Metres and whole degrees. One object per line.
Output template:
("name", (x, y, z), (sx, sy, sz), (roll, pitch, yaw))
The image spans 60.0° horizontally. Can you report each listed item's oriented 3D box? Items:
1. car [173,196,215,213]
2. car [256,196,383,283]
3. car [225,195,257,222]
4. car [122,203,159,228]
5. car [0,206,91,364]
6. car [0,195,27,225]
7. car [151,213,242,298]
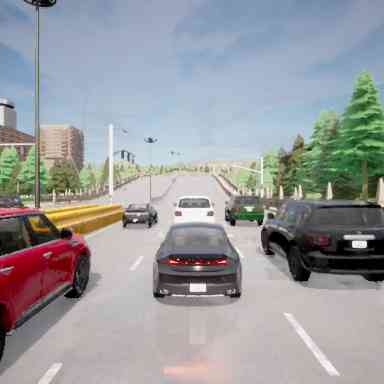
("car", (0.115, 1.221, 18.808), (2.150, 2.045, 5.566), (0, 0, 0))
("car", (3.614, 1.222, 9.858), (2.150, 2.045, 5.566), (0, 0, 0))
("car", (3.610, 1.221, 23.571), (2.150, 2.045, 5.566), (0, 0, 0))
("car", (-3.383, 1.491, 22.296), (2.128, 1.511, 4.902), (0, 0, 0))
("car", (-3.396, 1.224, 5.306), (2.150, 2.045, 5.566), (0, 0, 0))
("car", (-14.031, 1.224, 23.364), (2.150, 2.045, 5.566), (0, 0, 0))
("car", (0.109, 1.505, 8.512), (1.837, 1.490, 4.892), (0, 0, 0))
